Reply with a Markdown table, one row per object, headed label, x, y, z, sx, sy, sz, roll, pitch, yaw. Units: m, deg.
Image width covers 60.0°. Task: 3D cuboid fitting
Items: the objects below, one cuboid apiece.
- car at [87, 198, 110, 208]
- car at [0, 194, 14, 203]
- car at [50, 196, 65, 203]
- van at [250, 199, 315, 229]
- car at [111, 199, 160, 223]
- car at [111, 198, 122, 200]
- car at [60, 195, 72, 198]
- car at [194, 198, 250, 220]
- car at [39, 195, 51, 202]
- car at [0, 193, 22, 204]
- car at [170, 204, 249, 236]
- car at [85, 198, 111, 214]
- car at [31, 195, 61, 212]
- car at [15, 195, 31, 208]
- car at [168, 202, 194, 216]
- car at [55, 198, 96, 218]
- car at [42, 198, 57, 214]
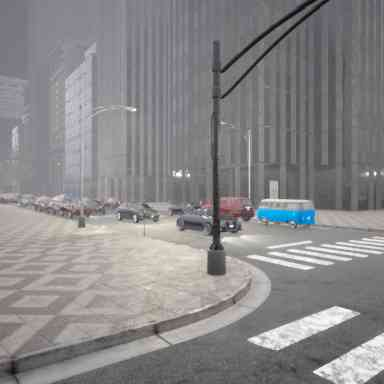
| label | x | y | z | sx | sy | sz | roll | pitch | yaw |
| --- | --- | --- | --- | --- | --- | --- | --- | --- | --- |
| car | -13.893 | 1.602 | 49.237 | 1.802 | 1.307 | 4.206 | 0 | 0 | -36 |
| car | -37.429 | 1.286 | 66.990 | 2.192 | 1.841 | 5.009 | 0 | 0 | -36 |
| car | -27.306 | 1.512 | 67.589 | 1.752 | 1.417 | 4.829 | 0 | 0 | -36 |
| van | 6.077 | 1.378 | 21.916 | 1.690 | 1.788 | 3.998 | 0 | 0 | -36 |
| car | -4.308 | 1.537 | 26.028 | 1.837 | 1.490 | 4.892 | 0 | 0 | -36 |
| car | -10.564 | 1.464 | 44.683 | 1.967 | 1.590 | 4.097 | 0 | 0 | -36 |
| car | -20.444 | 1.576 | 53.355 | 1.994 | 1.385 | 4.181 | 0 | 0 | -36 |
| car | 2.748 | 1.351 | 26.470 | 2.192 | 1.841 | 5.009 | 0 | 0 | -36 |
| car | -33.977 | 1.482 | 76.726 | 1.752 | 1.417 | 4.829 | 0 | 0 | -35 |
| car | -34.101 | 1.299 | 62.436 | 2.192 | 1.841 | 5.009 | 0 | 0 | -36 |
| car | 0.878 | 1.600 | 18.932 | 1.994 | 1.385 | 4.181 | 0 | 0 | -36 |
| car | -10.437 | 1.531 | 34.427 | 1.837 | 1.490 | 4.892 | 0 | 0 | -36 |
| car | -17.462 | 1.461 | 39.672 | 1.967 | 1.590 | 4.097 | 0 | 0 | -36 |
| car | -24.117 | 1.563 | 48.777 | 2.008 | 1.369 | 4.403 | 0 | 0 | -36 |
| car | -0.580 | 1.599 | 31.024 | 1.947 | 1.339 | 4.313 | 0 | 0 | -36 |
| car | -10.806 | 1.572 | 30.566 | 1.887 | 1.381 | 4.507 | 0 | 0 | -36 |
| car | -14.134 | 1.606 | 35.119 | 1.802 | 1.307 | 4.206 | 0 | 0 | -36 |
